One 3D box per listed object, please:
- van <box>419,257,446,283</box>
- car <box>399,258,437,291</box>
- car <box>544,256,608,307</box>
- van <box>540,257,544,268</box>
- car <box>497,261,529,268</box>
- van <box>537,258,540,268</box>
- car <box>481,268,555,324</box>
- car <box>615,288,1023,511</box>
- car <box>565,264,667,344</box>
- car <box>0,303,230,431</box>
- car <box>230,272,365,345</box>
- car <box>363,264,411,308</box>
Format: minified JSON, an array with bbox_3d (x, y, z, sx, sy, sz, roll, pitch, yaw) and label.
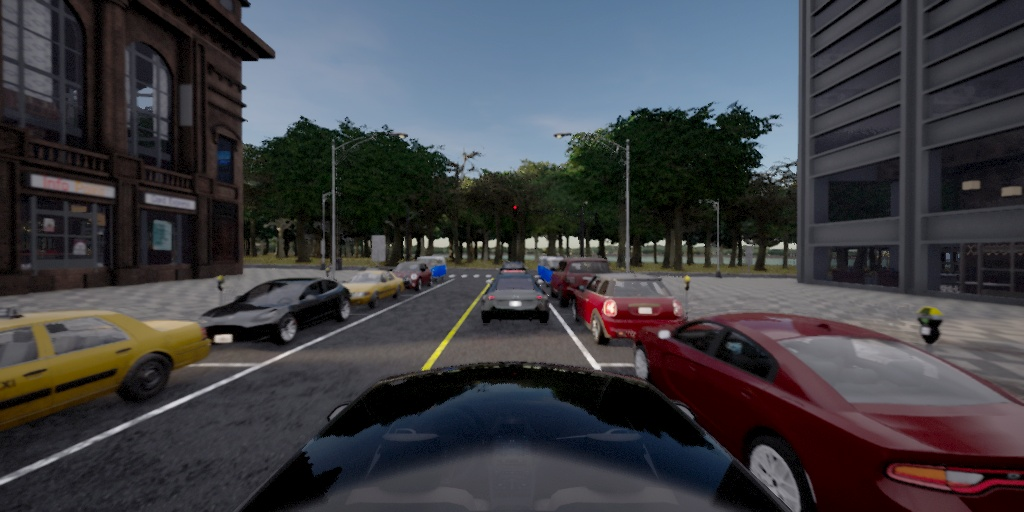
[{"bbox_3d":[-5.793,0.926,25.668,1.690,1.789,3.998,0,0,0],"label":"van"},{"bbox_3d":[-5.786,1.062,20.230,1.967,1.591,4.097,0,0,0],"label":"car"},{"bbox_3d":[2.746,0.974,14.803,2.192,1.841,5.009,0,0,0],"label":"car"},{"bbox_3d":[2.739,0.963,20.241,1.690,1.789,3.998,0,0,0],"label":"van"},{"bbox_3d":[0.073,1.090,23.719,2.128,1.511,4.902,0,0,0],"label":"car"},{"bbox_3d":[2.733,0.926,25.678,1.690,1.789,3.998,0,0,0],"label":"van"},{"bbox_3d":[0.088,1.244,11.653,1.994,1.385,4.181,0,0,0],"label":"car"},{"bbox_3d":[2.759,1.280,3.929,1.888,1.381,4.507,0,0,0],"label":"car"},{"bbox_3d":[2.752,1.137,9.366,1.967,1.591,4.097,0,0,0],"label":"car"},{"bbox_3d":[-5.766,1.260,3.749,1.751,1.417,4.829,0,0,0],"label":"car"},{"bbox_3d":[-5.773,1.262,9.355,1.948,1.339,4.313,0,0,0],"label":"car"},{"bbox_3d":[-5.779,1.185,14.623,1.751,1.417,4.829,0,0,0],"label":"car"}]
